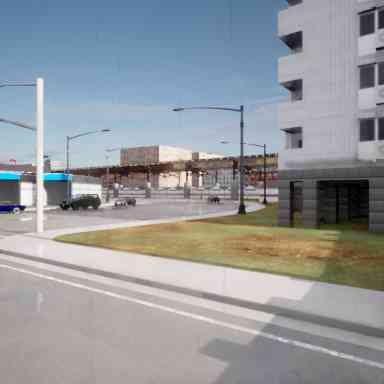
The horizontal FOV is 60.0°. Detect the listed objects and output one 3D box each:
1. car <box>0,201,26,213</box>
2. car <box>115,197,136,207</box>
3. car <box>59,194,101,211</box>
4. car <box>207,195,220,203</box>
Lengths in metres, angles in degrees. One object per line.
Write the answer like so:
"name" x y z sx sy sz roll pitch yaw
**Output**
"car" -19.678 1.601 33.896 1.895 1.301 4.718 0 0 37
"car" -10.277 1.491 51.629 2.128 1.511 4.902 0 0 14
"car" -14.042 1.221 42.216 2.150 2.045 5.566 0 0 29
"car" 4.434 1.502 69.669 1.837 1.490 4.892 0 0 -12
